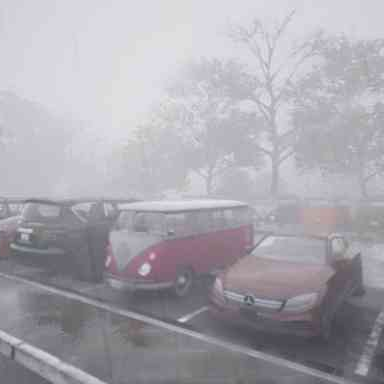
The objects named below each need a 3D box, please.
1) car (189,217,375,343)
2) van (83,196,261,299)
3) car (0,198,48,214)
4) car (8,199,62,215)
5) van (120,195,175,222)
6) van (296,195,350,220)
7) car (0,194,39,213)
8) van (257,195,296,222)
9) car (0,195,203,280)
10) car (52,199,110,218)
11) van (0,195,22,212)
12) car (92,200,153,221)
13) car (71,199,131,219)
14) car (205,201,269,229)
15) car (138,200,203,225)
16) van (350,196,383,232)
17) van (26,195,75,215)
[{"bbox_3d":[2.165,1.492,6.693,2.002,1.452,4.674,1,0,36],"label":"car"},{"bbox_3d":[-0.160,1.199,8.211,1.878,1.987,4.442,1,0,36],"label":"van"},{"bbox_3d":[-19.480,1.568,38.046,1.946,1.575,5.366,-1,0,36],"label":"car"},{"bbox_3d":[-17.126,1.553,36.581,2.231,1.521,4.892,0,0,36],"label":"car"},{"bbox_3d":[-3.540,1.223,27.005,1.878,1.987,4.442,0,0,36],"label":"van"},{"bbox_3d":[7.708,1.199,18.951,1.878,1.987,4.442,1,0,36],"label":"van"},{"bbox_3d":[-21.609,1.343,39.832,2.435,2.045,5.566,-1,-1,36],"label":"car"},{"bbox_3d":[5.212,1.170,20.452,1.878,1.987,4.442,0,0,36],"label":"van"},{"bbox_3d":[-2.332,1.146,9.945,2.435,2.045,5.566,1,0,36],"label":"car"},{"bbox_3d":[-10.469,1.501,31.816,2.097,1.535,5.008,0,0,36],"label":"car"},{"bbox_3d":[-23.907,1.404,41.589,1.878,1.987,4.442,-1,-1,36],"label":"van"},{"bbox_3d":[-5.863,1.467,28.517,2.231,1.521,4.892,0,0,36],"label":"car"},{"bbox_3d":[-8.115,1.483,30.131,2.097,1.535,5.008,0,0,36],"label":"car"},{"bbox_3d":[3.152,1.397,22.076,2.097,1.535,5.008,0,0,36],"label":"car"},{"bbox_3d":[-1.461,1.429,25.146,1.946,1.575,5.366,0,0,36],"label":"car"},{"bbox_3d":[9.858,1.225,17.412,1.878,1.987,4.442,1,0,36],"label":"van"},{"bbox_3d":[-14.802,1.309,35.069,1.878,1.987,4.442,0,0,36],"label":"van"}]
